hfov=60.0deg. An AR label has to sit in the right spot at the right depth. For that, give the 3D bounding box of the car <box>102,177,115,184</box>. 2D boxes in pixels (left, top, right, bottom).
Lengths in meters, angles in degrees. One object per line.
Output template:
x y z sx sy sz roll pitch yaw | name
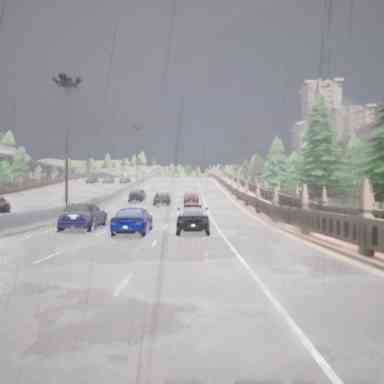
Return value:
-17.819 -2.522 70.942 1.812 1.442 4.674 0 6 0 | car

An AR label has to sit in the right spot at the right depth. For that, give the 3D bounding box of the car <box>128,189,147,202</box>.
-7.073 0.353 43.482 1.837 1.490 4.892 0 6 0 | car

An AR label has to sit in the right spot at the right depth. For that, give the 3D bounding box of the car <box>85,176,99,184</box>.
-21.319 -2.547 70.920 1.837 1.490 4.892 0 6 0 | car

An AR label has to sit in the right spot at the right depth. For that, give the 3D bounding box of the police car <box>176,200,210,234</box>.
0.049 1.579 20.504 1.930 1.638 5.238 0 0 0 | police car

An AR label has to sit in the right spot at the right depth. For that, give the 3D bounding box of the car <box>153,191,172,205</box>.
-3.555 0.645 40.248 2.128 1.511 4.902 0 5 0 | car

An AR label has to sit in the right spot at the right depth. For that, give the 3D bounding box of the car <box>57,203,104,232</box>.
-6.957 1.490 21.583 2.097 1.767 4.553 0 1 0 | car

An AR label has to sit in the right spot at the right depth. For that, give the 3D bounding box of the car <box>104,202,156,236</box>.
-3.447 1.641 19.607 1.882 1.535 5.008 0 1 0 | car

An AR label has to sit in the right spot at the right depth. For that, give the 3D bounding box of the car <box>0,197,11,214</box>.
-17.593 1.271 28.543 2.097 1.767 4.553 0 3 0 | car

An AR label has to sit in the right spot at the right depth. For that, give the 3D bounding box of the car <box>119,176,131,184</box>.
-14.319 -2.521 70.960 2.128 1.511 4.902 0 6 0 | car

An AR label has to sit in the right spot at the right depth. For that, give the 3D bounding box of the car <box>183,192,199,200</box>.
-0.088 0.623 41.659 1.895 1.301 4.718 0 5 0 | car
